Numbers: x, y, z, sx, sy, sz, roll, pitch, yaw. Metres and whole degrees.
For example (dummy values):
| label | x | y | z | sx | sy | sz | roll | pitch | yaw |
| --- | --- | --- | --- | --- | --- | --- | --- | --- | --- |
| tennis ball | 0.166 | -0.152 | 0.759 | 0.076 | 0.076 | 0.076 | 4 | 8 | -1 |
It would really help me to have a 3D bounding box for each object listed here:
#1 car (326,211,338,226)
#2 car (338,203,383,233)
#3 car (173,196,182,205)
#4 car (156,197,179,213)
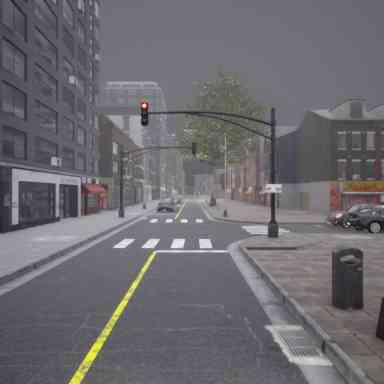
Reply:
| label | x | y | z | sx | sy | sz | roll | pitch | yaw |
| --- | --- | --- | --- | --- | --- | --- | --- | --- | --- |
| car | 10.910 | 1.515 | 21.675 | 4.097 | 1.590 | 1.967 | 0 | 0 | 0 |
| car | 11.387 | 1.574 | 19.034 | 4.892 | 1.490 | 1.837 | 0 | 0 | 0 |
| car | -2.861 | 1.518 | 60.153 | 2.128 | 1.511 | 4.902 | 0 | 0 | 0 |
| car | -2.878 | 1.556 | 37.590 | 2.033 | 1.411 | 5.357 | 0 | 0 | 0 |
